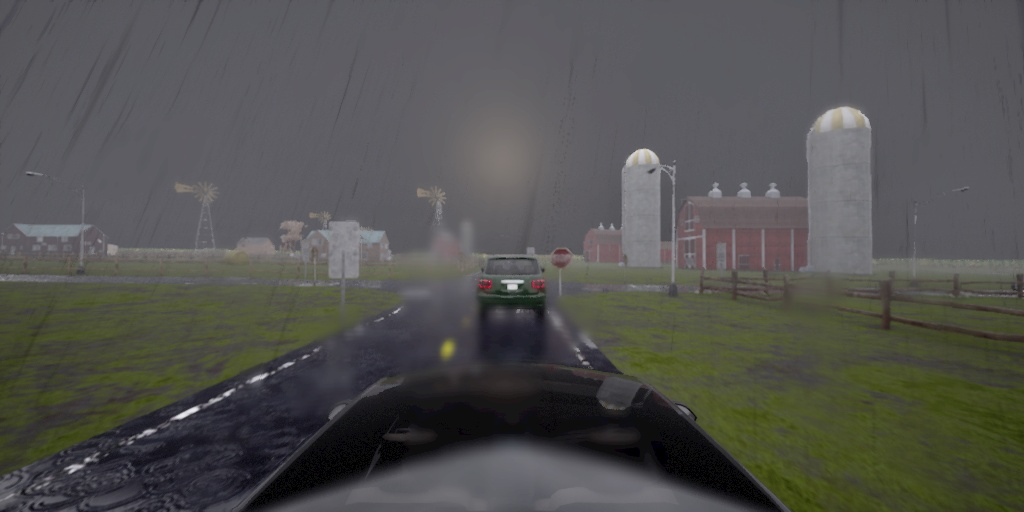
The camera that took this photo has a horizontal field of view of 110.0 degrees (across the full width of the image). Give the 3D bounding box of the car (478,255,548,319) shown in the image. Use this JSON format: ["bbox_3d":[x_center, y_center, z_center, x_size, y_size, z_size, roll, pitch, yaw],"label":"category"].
[{"bbox_3d":[0.035,0.981,12.892,2.150,2.045,5.566,0,0,0],"label":"car"}]

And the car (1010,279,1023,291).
[{"bbox_3d":[39.894,1.971,26.410,4.674,1.442,1.812,1,-1,0],"label":"car"}]
